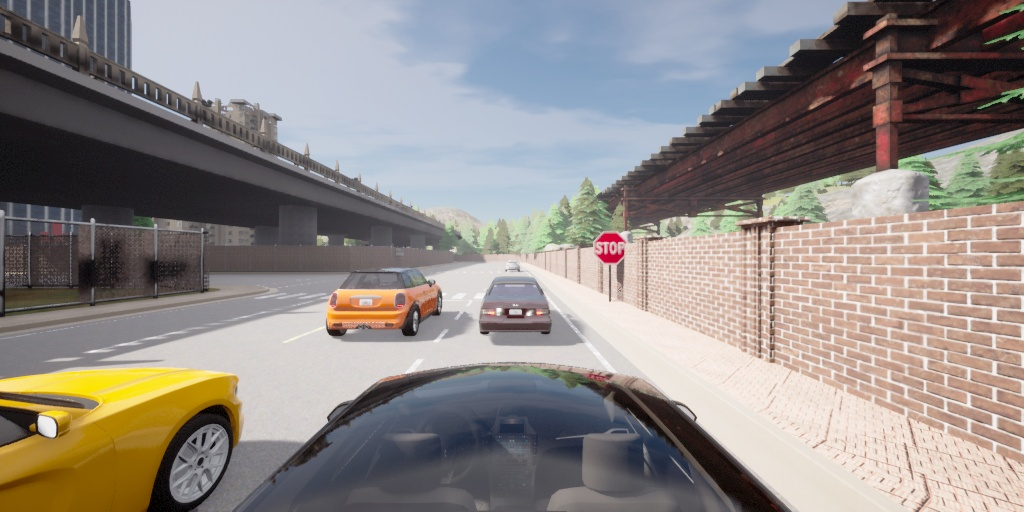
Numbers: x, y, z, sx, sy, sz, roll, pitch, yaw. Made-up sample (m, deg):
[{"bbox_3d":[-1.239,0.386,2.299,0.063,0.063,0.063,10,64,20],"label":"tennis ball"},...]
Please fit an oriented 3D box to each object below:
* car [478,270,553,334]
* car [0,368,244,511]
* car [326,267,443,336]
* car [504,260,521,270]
[{"bbox_3d":[0.078,1.297,10.537,2.033,1.411,5.357,0,0,0],"label":"car"},{"bbox_3d":[-3.398,1.228,1.257,1.882,1.535,5.008,0,0,0],"label":"car"},{"bbox_3d":[-3.423,1.102,10.515,2.097,1.767,4.553,0,0,0],"label":"car"},{"bbox_3d":[0.068,1.276,46.345,1.812,1.442,4.674,0,0,-1],"label":"car"}]
